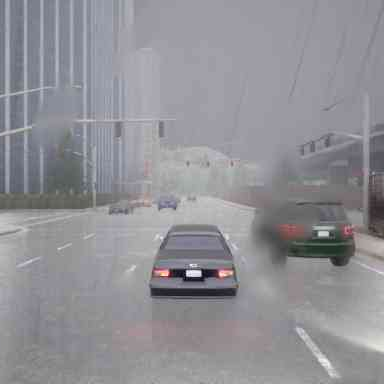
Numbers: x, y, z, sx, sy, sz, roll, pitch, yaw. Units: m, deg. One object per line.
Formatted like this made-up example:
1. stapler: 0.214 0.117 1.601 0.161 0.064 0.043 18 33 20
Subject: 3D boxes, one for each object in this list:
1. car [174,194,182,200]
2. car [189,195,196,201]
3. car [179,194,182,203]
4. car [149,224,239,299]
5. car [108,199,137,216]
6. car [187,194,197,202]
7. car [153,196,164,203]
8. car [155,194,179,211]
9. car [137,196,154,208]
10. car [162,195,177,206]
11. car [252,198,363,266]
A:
1. car: -3.478 1.207 83.222 1.882 1.535 5.008 0 0 0
2. car: 0.024 1.500 88.893 1.837 1.490 4.892 0 0 0
3. car: -3.493 1.352 68.367 2.097 1.767 4.553 0 0 0
4. car: 0.057 1.547 8.630 2.033 1.411 5.357 0 0 1
5. car: -7.091 1.539 33.529 1.837 1.490 4.892 0 0 0
6. car: 0.021 1.355 78.648 2.097 1.767 4.553 0 0 0
7. car: -6.981 1.524 70.373 1.812 1.442 4.674 0 0 0
8. car: -3.155 1.236 41.367 2.150 2.045 5.566 0 0 -6
9. car: -7.084 1.352 47.731 2.097 1.767 4.553 0 0 0
10. car: -3.575 1.352 53.597 2.097 1.767 4.553 0 0 0
11. car: 3.574 1.221 11.663 2.150 2.045 5.566 0 0 1
